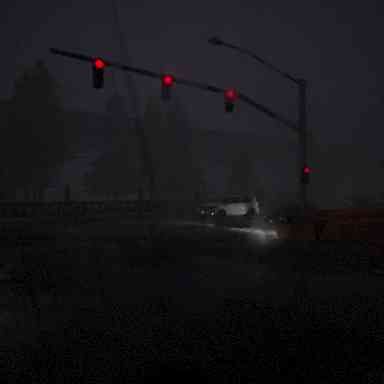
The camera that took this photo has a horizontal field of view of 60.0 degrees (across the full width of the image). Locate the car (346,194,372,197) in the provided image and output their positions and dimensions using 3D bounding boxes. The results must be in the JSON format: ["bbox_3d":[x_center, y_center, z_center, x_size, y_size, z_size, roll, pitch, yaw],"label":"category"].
[{"bbox_3d":[19.243,1.285,39.099,5.566,2.045,2.150,0,0,-36],"label":"car"}]

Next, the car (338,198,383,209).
[{"bbox_3d":[14.357,1.523,27.069,5.008,1.535,1.882,0,0,-35],"label":"car"}]

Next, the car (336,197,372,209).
[{"bbox_3d":[16.830,1.546,33.078,4.902,1.511,2.128,0,0,-36],"label":"car"}]

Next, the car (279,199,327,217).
[{"bbox_3d":[11.165,1.539,33.351,4.902,1.511,2.128,0,0,-35],"label":"car"}]

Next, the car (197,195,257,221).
[{"bbox_3d":[3.105,1.253,27.683,5.566,2.045,2.150,0,0,-35],"label":"car"}]

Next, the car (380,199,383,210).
[{"bbox_3d":[27.552,1.607,45.028,4.674,1.442,1.812,0,0,-36],"label":"car"}]

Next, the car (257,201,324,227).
[{"bbox_3d":[6.769,1.535,21.662,4.892,1.490,1.837,0,0,-36],"label":"car"}]
